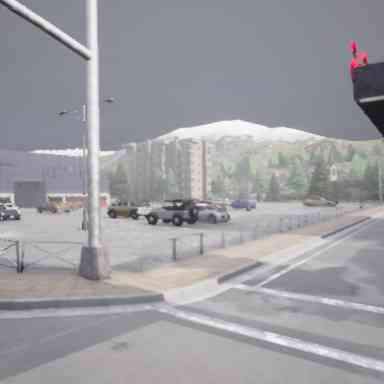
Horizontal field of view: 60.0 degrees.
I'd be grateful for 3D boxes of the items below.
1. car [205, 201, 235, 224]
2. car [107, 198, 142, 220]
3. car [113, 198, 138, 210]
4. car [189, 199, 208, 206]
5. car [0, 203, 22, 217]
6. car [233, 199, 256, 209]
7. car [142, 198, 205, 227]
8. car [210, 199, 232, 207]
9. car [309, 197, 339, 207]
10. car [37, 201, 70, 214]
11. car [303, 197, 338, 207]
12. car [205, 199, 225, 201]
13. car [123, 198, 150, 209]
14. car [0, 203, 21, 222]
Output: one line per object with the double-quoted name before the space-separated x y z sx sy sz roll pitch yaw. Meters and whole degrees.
"car" 1.051 1.716 26.403 3.806 1.475 1.970 -1 -1 35
"car" -5.890 1.613 31.280 4.605 1.855 1.932 -1 -1 35
"car" -10.846 1.916 54.332 3.866 1.878 1.905 -1 -1 35
"car" 1.368 2.211 72.015 3.633 1.501 1.845 -1 -1 35
"car" -21.697 2.070 38.474 3.806 1.475 1.970 -1 -1 35
"car" 7.718 1.814 49.151 3.633 1.501 1.845 -1 -1 35
"car" -1.376 1.445 24.048 3.866 1.878 1.905 -1 -1 35
"car" 5.695 2.082 65.291 3.806 1.475 1.970 -1 -1 35
"car" 22.602 1.685 56.962 4.514 1.523 2.007 -1 -1 35
"car" -18.248 1.996 43.896 5.027 1.636 2.152 -1 -1 35
"car" 20.830 1.676 54.373 5.027 1.636 2.152 -1 -1 35
"car" 1.901 1.796 41.026 4.514 1.523 2.007 -1 -1 35
"car" -9.501 1.943 56.940 4.605 1.855 1.932 -1 -1 35
"car" -18.067 2.004 31.408 4.514 1.523 2.007 -1 -1 35
